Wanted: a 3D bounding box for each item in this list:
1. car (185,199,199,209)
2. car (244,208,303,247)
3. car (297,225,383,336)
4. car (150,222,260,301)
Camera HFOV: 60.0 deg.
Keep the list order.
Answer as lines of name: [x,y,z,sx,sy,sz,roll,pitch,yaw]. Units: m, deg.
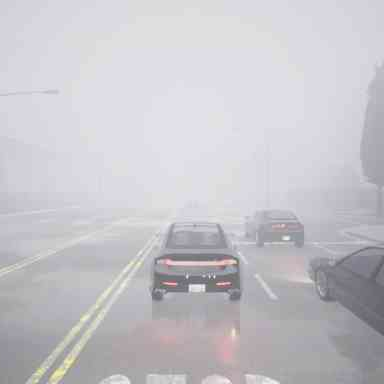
car: [0.010,1.591,44.132,1.895,1.301,4.718,0,0,0]
car: [3.568,1.502,15.014,1.837,1.490,4.892,0,0,0]
car: [3.589,1.546,5.267,2.033,1.411,5.357,0,0,0]
car: [0.083,1.490,8.313,2.128,1.511,4.902,0,0,0]
